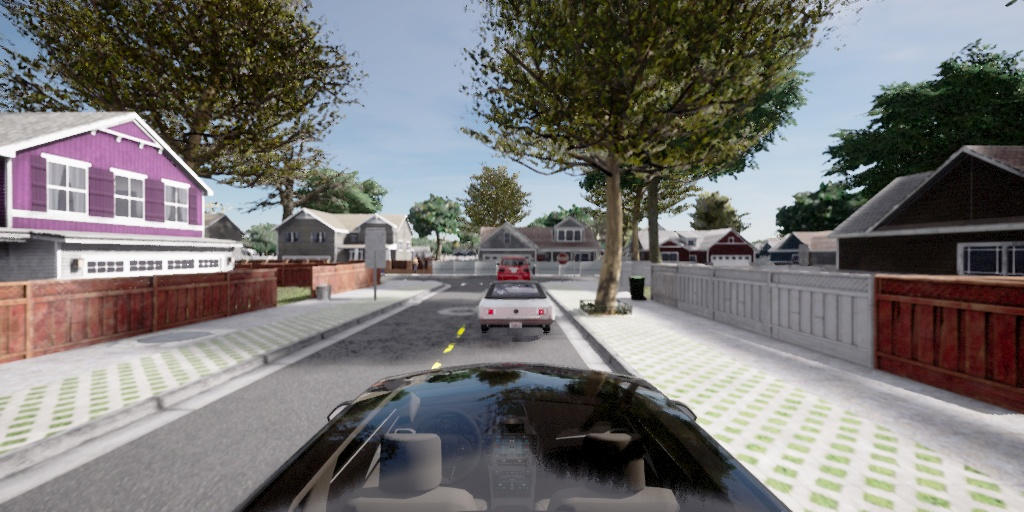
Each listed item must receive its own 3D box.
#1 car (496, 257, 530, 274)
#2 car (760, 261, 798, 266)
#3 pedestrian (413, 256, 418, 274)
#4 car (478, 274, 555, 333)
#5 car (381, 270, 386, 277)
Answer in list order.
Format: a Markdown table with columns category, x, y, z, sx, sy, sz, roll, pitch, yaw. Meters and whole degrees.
| category | x | y | z | sx | sy | sz | roll | pitch | yaw |
| --- | --- | --- | --- | --- | --- | --- | --- | --- | --- |
| car | 0.099 | 1.054 | 25.201 | 2.150 | 2.045 | 5.566 | 0 | 0 | 0 |
| car | 24.438 | 1.299 | 33.536 | 4.553 | 1.767 | 2.097 | 0 | 0 | -1 |
| pedestrian | -9.750 | 0.932 | 36.115 | 0.375 | 1.860 | 0.375 | 0 | 0 | -1 |
| car | 0.102 | 1.382 | 10.846 | 1.895 | 1.301 | 4.718 | 0 | 0 | 0 |
| car | -13.227 | 1.415 | 30.225 | 4.718 | 1.301 | 1.895 | 0 | 0 | -1 |
